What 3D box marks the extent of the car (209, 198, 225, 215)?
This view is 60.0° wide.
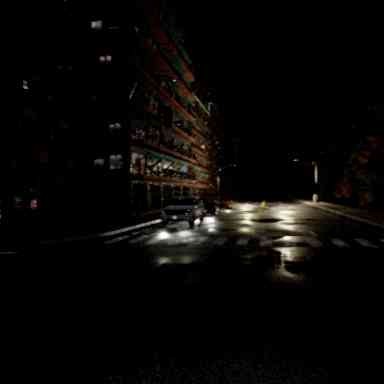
[{"bbox_3d":[1.740,1.556,34.158,2.128,1.511,4.902,-1,0,13],"label":"car"}]

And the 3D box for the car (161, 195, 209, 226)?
[{"bbox_3d":[-0.523,1.294,24.287,2.150,2.045,5.566,-1,0,13],"label":"car"}]

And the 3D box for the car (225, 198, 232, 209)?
[{"bbox_3d":[4.342,1.535,45.412,1.882,1.535,5.008,-1,0,14],"label":"car"}]
